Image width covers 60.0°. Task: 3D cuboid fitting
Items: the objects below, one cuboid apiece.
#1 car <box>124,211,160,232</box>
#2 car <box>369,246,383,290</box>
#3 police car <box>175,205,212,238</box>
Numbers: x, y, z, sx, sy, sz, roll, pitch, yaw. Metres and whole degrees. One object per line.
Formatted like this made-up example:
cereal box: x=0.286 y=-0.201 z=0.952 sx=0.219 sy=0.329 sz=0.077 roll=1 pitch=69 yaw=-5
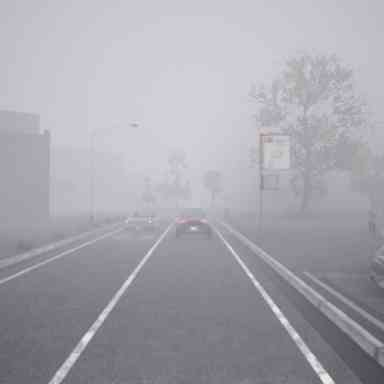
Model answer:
car: x=-3.261 y=1.954 z=22.376 sx=1.895 sy=1.301 sz=4.718 roll=0 pitch=-1 yaw=0
car: x=6.215 y=1.332 z=6.855 sx=4.553 sy=1.767 sz=2.185 roll=0 pitch=0 yaw=-1
police car: x=0.090 y=1.740 z=19.171 sx=2.038 sy=1.542 sz=4.974 roll=0 pitch=-1 yaw=0
